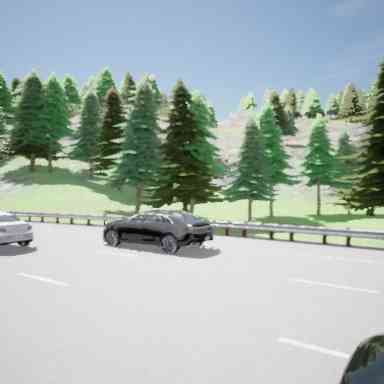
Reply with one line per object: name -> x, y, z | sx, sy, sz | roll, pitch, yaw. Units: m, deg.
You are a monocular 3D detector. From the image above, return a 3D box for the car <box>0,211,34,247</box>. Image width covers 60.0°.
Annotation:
car -> -8.321, 1.506, 13.447 | 4.674, 1.442, 1.812 | 0, 0, 32

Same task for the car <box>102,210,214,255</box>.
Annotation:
car -> -1.473, 1.467, 13.272 | 4.902, 1.511, 2.128 | 0, 0, 33

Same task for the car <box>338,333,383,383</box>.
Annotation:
car -> 2.965, 1.558, 1.781 | 4.181, 1.385, 1.994 | 0, 0, 36
